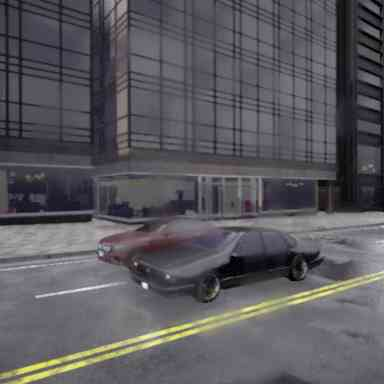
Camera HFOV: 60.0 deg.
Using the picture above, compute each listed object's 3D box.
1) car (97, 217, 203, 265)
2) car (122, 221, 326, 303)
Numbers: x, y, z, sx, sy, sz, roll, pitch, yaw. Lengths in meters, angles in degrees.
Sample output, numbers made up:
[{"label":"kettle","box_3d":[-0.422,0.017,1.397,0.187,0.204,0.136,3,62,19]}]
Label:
[{"label":"car","box_3d":[-0.764,1.578,11.113,4.674,1.442,1.812,1,0,-35]},{"label":"car","box_3d":[1.191,1.602,8.518,5.357,1.411,2.033,1,0,-35]}]
